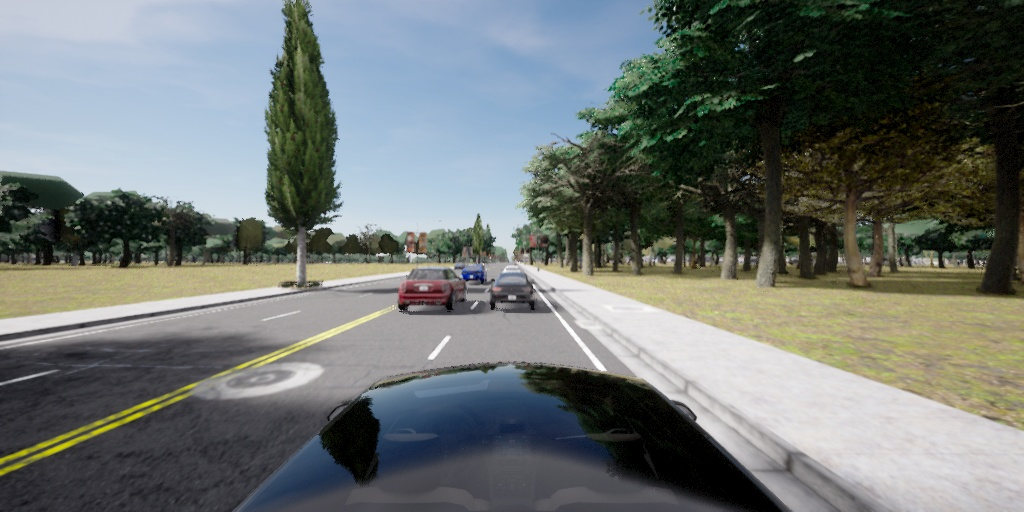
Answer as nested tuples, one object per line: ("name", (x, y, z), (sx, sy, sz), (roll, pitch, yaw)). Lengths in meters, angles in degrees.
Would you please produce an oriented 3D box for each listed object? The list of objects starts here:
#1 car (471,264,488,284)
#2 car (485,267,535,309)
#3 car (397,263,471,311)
("car", (-3.214, 1.525, 31.107), (1.882, 1.535, 5.008), (0, 0, 1))
("car", (0.030, 1.413, 15.764), (1.812, 1.442, 4.674), (0, 0, 1))
("car", (-3.224, 1.234, 15.295), (2.097, 1.767, 4.553), (0, -1, 1))
